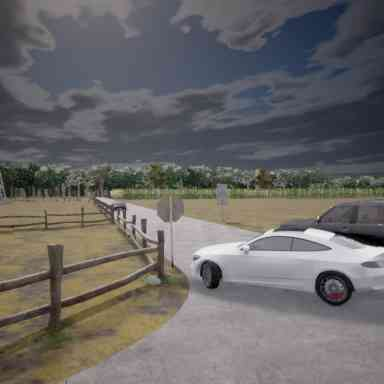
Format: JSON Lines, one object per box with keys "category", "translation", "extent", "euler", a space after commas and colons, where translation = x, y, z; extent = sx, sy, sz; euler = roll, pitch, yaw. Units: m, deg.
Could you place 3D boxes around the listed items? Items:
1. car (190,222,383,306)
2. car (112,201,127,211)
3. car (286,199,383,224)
{"category": "car", "translation": [2.189, 1.615, 8.148], "extent": [4.674, 1.442, 1.812], "euler": [-2, 0, 30]}
{"category": "car", "translation": [-10.884, 1.988, 49.471], "extent": [2.033, 1.411, 5.357], "euler": [-2, 0, -18]}
{"category": "car", "translation": [5.110, 1.231, 9.836], "extent": [2.150, 2.045, 5.566], "euler": [-2, 0, -40]}
